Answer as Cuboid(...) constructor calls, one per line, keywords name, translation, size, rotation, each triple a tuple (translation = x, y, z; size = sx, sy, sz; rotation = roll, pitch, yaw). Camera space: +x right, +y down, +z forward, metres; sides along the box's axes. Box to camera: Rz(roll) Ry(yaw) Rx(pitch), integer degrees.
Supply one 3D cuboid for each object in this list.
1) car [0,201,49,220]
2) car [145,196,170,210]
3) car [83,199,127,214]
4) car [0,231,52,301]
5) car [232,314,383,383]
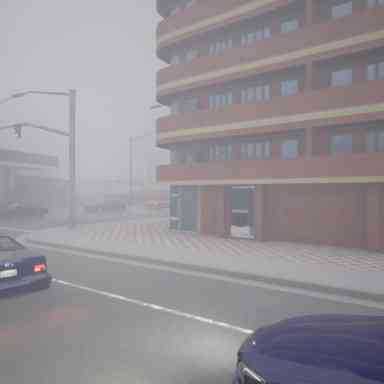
Cuboid(name="car", translation=(-14.438, 1.523, 27.985), size=(1.812, 1.442, 4.674), rotation=(0, 0, 34))
Cuboid(name="car", translation=(-4.063, 1.389, 43.244), size=(2.097, 1.767, 4.553), rotation=(0, 0, 34))
Cuboid(name="car", translation=(-9.250, 1.494, 35.629), size=(1.882, 1.535, 5.008), rotation=(0, 0, 34))
Cuboid(name="car", translation=(-5.342, 1.545, 7.693), size=(5.357, 1.411, 2.033), rotation=(0, 0, 38))
Cuboid(name="car", translation=(2.513, 1.536, 2.201), size=(4.674, 1.442, 1.812), rotation=(0, 0, 35))
